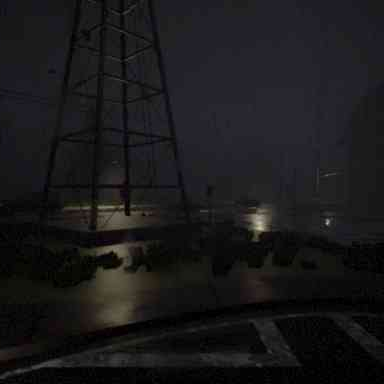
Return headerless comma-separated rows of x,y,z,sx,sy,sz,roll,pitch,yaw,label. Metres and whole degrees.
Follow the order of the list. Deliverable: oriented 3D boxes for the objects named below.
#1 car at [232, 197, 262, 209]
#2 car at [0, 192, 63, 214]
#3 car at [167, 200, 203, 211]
7.524,1.480,45.027,4.902,1.511,2.128,0,0,-44,car
-14.041,1.019,28.543,5.566,2.045,2.150,0,0,-45,car
-0.764,1.553,36.744,4.181,1.385,1.994,0,0,-44,car
